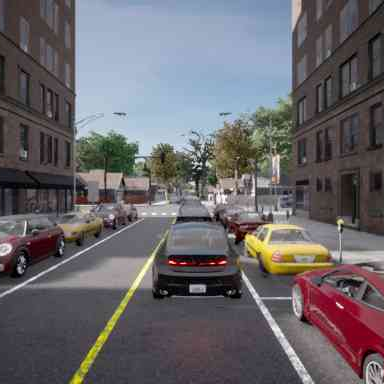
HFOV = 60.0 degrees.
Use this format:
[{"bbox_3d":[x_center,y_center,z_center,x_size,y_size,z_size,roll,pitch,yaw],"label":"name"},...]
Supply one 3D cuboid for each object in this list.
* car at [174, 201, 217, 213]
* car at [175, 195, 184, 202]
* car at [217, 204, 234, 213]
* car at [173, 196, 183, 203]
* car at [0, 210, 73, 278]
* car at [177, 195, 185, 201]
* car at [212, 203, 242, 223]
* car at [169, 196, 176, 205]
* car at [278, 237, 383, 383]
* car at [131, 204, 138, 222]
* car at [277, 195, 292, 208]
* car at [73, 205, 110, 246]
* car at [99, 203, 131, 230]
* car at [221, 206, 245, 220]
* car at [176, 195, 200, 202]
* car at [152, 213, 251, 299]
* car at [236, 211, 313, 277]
[{"bbox_3d":[0.112,1.485,17.942,1.882,1.535,5.008,0,0,0],"label":"car"},{"bbox_3d":[-3.004,1.613,81.278,2.128,1.511,4.902,0,0,0],"label":"car"},{"bbox_3d":[2.651,1.591,20.976,1.802,1.307,4.206,0,0,0],"label":"car"},{"bbox_3d":[-2.986,1.569,71.118,1.837,1.490,4.892,0,0,0],"label":"car"},{"bbox_3d":[-5.383,1.443,9.943,1.967,1.590,4.097,0,0,0],"label":"car"},{"bbox_3d":[-3.025,1.633,92.368,2.128,1.511,4.902,0,0,0],"label":"car"},{"bbox_3d":[2.655,1.578,26.494,1.947,1.339,4.313,0,0,0],"label":"car"},{"bbox_3d":[-3.065,1.578,61.046,1.812,1.442,4.674,0,0,2],"label":"car"},{"bbox_3d":[2.638,1.582,4.421,1.802,1.307,4.206,0,0,0],"label":"car"},{"bbox_3d":[-5.370,1.594,26.499,1.802,1.307,4.206,0,0,0],"label":"car"},{"bbox_3d":[14.287,1.456,46.210,4.674,1.442,1.812,0,0,-2],"label":"car"},{"bbox_3d":[-5.379,1.531,15.291,1.752,1.417,4.829,0,0,0],"label":"car"},{"bbox_3d":[-5.375,1.449,20.980,1.967,1.590,4.097,0,0,0],"label":"car"},{"bbox_3d":[2.646,1.550,15.458,1.887,1.381,4.507,0,0,0],"label":"car"},{"bbox_3d":[0.019,1.364,27.013,2.097,1.767,4.553,0,0,0],"label":"car"},{"bbox_3d":[0.107,1.507,8.458,1.837,1.490,4.892,0,0,0],"label":"car"},{"bbox_3d":[2.642,1.528,10.110,1.752,1.417,4.829,0,0,0],"label":"car"}]
